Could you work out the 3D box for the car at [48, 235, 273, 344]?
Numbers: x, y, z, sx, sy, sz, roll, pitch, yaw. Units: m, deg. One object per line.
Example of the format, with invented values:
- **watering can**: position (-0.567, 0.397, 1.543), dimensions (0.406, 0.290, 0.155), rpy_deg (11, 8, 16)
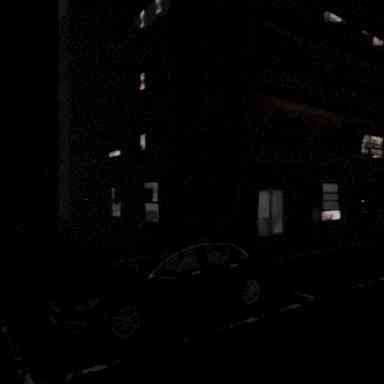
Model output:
- **car**: position (-0.342, 1.551, 6.317), dimensions (4.403, 1.369, 2.008), rpy_deg (0, 0, -35)
